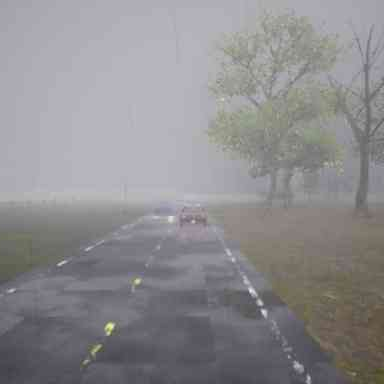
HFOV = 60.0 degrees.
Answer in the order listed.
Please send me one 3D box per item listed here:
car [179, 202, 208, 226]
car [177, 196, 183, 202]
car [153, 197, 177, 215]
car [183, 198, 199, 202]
[{"bbox_3d":[0.094,1.642,23.940,1.895,1.301,4.718,0,0,0],"label":"car"},{"bbox_3d":[-2.739,1.620,74.855,2.033,1.411,5.357,0,0,0],"label":"car"},{"bbox_3d":[-2.841,1.533,34.244,1.882,1.535,5.008,0,0,0],"label":"car"},{"bbox_3d":[0.096,1.666,42.518,1.895,1.301,4.718,0,0,0],"label":"car"}]
